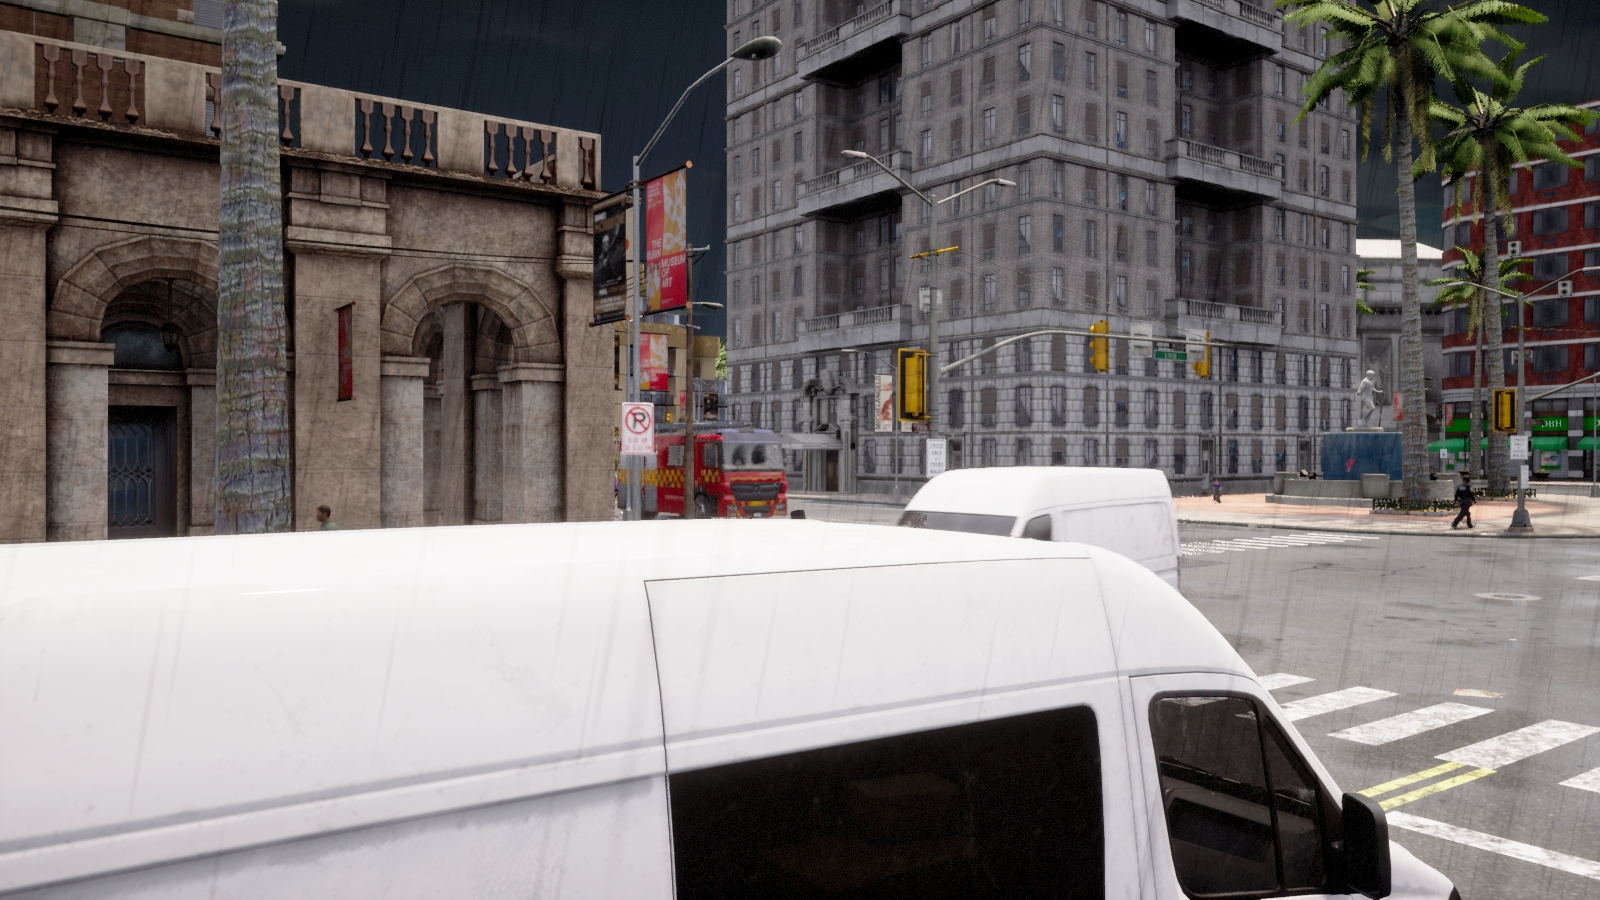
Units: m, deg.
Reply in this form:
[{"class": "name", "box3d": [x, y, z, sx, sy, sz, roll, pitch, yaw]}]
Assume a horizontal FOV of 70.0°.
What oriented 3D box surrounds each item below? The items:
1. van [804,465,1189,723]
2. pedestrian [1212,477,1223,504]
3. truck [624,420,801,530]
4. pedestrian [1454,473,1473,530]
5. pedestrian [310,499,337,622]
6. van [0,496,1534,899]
[{"class": "van", "box3d": [2.778, 1.529, 14.665, 1.988, 2.561, 5.915, 1, 1, 42]}, {"class": "pedestrian", "box3d": [20.318, 1.958, 55.580, 0.375, 1.300, 0.375, 0, 0, 42]}, {"class": "truck", "box3d": [-3.599, 0.881, 44.196, 2.891, 3.827, 8.468, 0, 0, -35]}, {"class": "pedestrian", "box3d": [21.851, 1.680, 37.643, 0.375, 1.860, 0.375, 0, 0, -19]}, {"class": "pedestrian", "box3d": [-7.377, 1.695, 17.690, 0.375, 1.860, 0.375, 0, 0, -24]}, {"class": "van", "box3d": [0.019, 1.533, 3.806, 5.915, 2.561, 1.988, 0, 0, -35]}]
